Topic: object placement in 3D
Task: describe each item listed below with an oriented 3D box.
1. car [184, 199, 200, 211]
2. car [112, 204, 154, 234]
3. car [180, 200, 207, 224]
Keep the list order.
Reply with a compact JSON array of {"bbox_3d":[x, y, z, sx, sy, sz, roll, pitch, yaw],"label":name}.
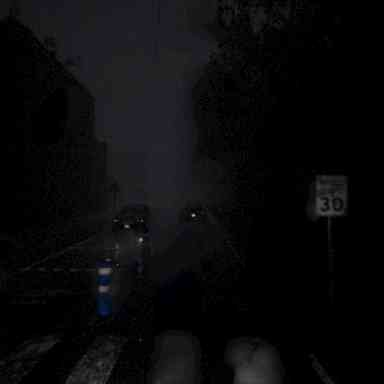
[{"bbox_3d":[0.027,1.606,42.164,1.895,1.301,4.718,0,0,0],"label":"car"},{"bbox_3d":[-3.339,1.492,19.514,2.128,1.511,4.902,0,0,0],"label":"car"},{"bbox_3d":[0.103,1.585,25.040,1.994,1.385,4.181,0,0,0],"label":"car"}]
